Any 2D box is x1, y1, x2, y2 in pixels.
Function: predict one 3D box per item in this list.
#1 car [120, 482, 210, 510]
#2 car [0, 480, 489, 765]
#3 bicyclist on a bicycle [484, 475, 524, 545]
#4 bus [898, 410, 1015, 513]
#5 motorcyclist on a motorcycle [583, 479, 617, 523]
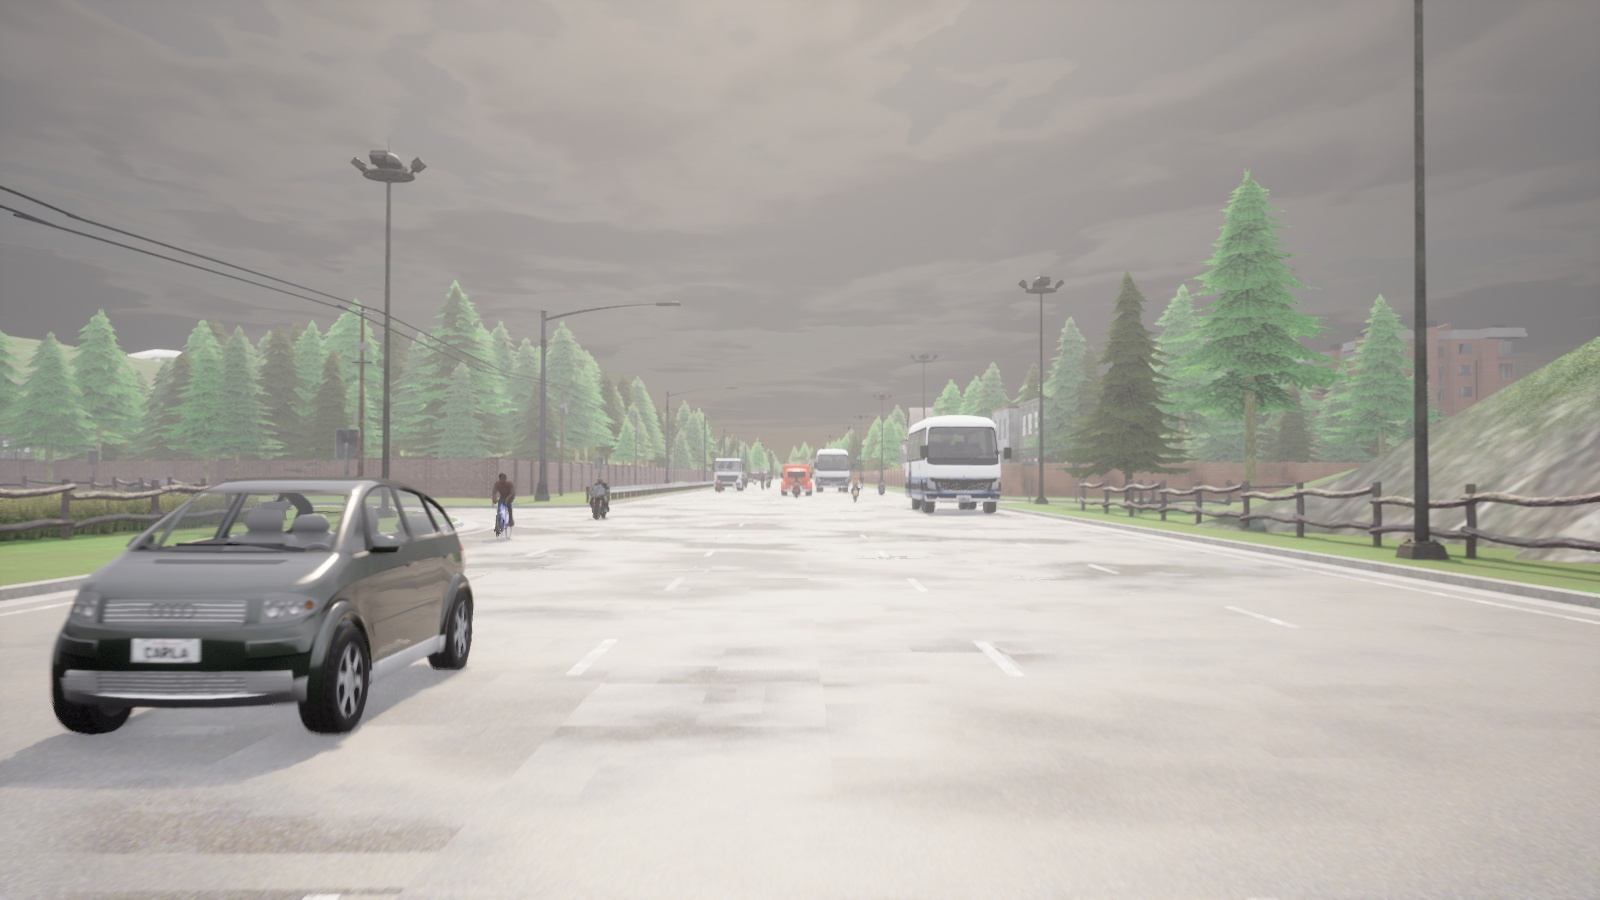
[{"bbox_3d":[-32.757,2.343,64.789,4.181,1.385,1.994,-1,-1,25],"label":"car"},{"bbox_3d":[-3.523,0.993,8.774,1.789,1.549,3.705,0,-1,0],"label":"car"},{"bbox_3d":[-7.107,1.420,30.170,0.582,1.620,1.656,0,-1,-1],"label":"bicyclist on a bicycle"},{"bbox_3d":[6.850,0.582,56.900,3.944,4.253,10.273,0,-1,0],"label":"bus"},{"bbox_3d":[-7.114,1.804,44.855,0.866,1.530,2.191,0,-2,0],"label":"motorcyclist on a motorcycle"}]
